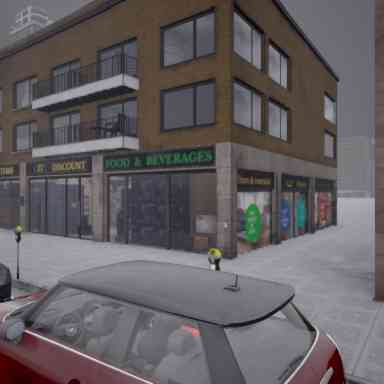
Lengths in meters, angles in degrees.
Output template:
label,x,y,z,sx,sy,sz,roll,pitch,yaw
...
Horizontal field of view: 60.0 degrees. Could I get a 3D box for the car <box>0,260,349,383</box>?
label,x,y,z,sx,sy,sz,roll,pitch,yaw
car,-0.722,1.440,3.318,4.097,1.590,1.967,0,0,35
